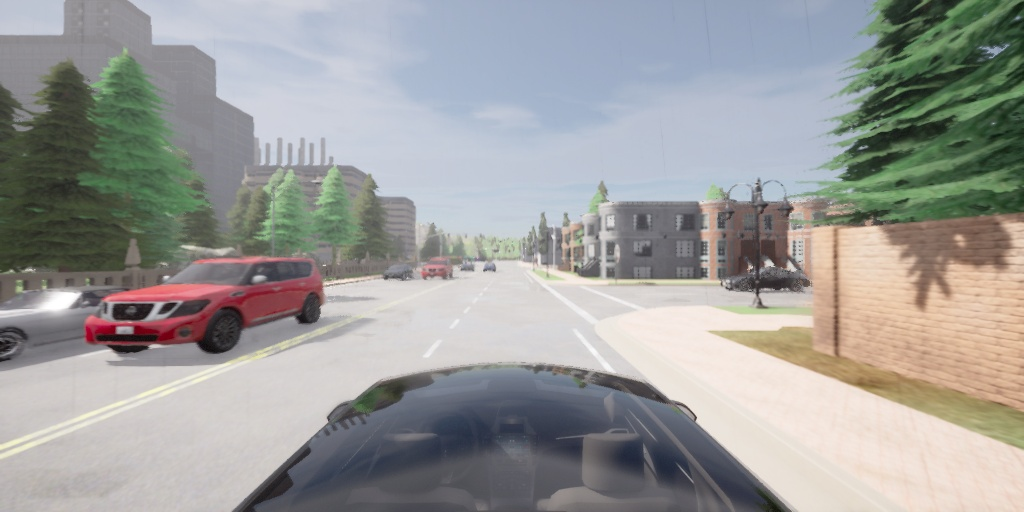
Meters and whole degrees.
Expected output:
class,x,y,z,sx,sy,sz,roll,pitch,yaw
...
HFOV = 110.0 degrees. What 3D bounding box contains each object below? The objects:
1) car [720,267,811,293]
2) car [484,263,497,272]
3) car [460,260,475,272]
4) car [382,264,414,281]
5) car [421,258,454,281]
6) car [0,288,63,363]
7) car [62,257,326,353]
class,x,y,z,sx,sy,sz,roll,pitch,yaw
car,14.998,1.401,21.315,4.674,1.442,1.812,0,0,2
car,-3.403,1.750,55.767,2.033,1.411,5.357,0,0,0
car,-7.006,1.779,57.136,1.994,1.385,4.181,0,-1,0
car,-10.600,1.523,33.744,1.837,1.490,4.892,0,0,0
car,-7.110,1.248,34.725,2.150,2.045,5.566,0,0,0
car,-10.601,1.407,8.391,1.895,1.301,4.718,0,0,0
car,-7.101,1.035,9.345,2.150,2.045,5.566,0,0,0
